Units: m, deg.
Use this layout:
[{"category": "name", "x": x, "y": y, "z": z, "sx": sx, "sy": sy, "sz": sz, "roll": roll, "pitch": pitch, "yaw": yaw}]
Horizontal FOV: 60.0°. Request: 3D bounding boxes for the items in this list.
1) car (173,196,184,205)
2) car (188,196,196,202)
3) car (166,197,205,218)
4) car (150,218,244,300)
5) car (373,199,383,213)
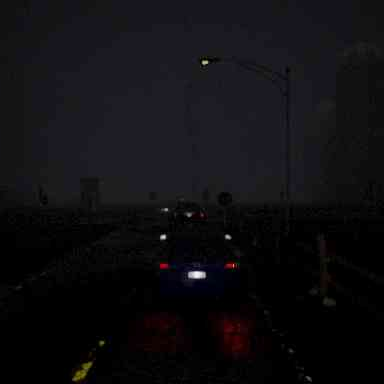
[{"category": "car", "x": -2.802, "y": 1.643, "z": 68.749, "sx": 2.097, "sy": 1.767, "sz": 4.553, "roll": 0, "pitch": 0, "yaw": 0}, {"category": "car", "x": -0.066, "y": 1.822, "z": 86.606, "sx": 1.994, "sy": 1.385, "sz": 4.181, "roll": 0, "pitch": 0, "yaw": 0}, {"category": "car", "x": -0.479, "y": 1.432, "z": 21.935, "sx": 2.097, "sy": 1.767, "sz": 4.553, "roll": 0, "pitch": 0, "yaw": -8}, {"category": "car", "x": 0.096, "y": 1.594, "z": 8.497, "sx": 1.994, "sy": 1.385, "sz": 4.181, "roll": 0, "pitch": 0, "yaw": 0}, {"category": "car", "x": 20.474, "y": 1.006, "z": 31.869, "sx": 5.566, "sy": 2.045, "sz": 2.150, "roll": -1, "pitch": 1, "yaw": 0}]
